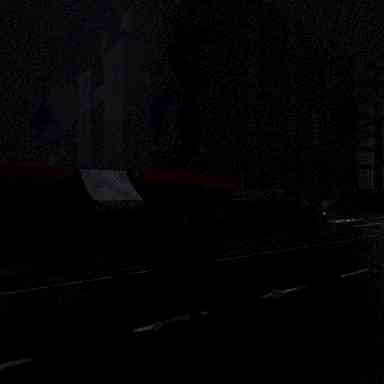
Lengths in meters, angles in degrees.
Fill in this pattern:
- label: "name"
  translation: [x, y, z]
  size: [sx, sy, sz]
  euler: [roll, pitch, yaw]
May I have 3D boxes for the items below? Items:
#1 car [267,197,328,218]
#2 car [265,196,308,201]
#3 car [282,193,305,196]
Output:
- label: "car"
  translation: [9.101, 1.449, 28.367]
  size: [1.837, 1.490, 4.892]
  euler: [0, 0, -36]
- label: "car"
  translation: [9.046, 1.449, 34.426]
  size: [1.837, 1.490, 4.892]
  euler: [0, 0, -36]
- label: "car"
  translation: [17.114, 1.114, 57.705]
  size: [1.905, 1.878, 3.866]
  euler: [0, 0, -36]
